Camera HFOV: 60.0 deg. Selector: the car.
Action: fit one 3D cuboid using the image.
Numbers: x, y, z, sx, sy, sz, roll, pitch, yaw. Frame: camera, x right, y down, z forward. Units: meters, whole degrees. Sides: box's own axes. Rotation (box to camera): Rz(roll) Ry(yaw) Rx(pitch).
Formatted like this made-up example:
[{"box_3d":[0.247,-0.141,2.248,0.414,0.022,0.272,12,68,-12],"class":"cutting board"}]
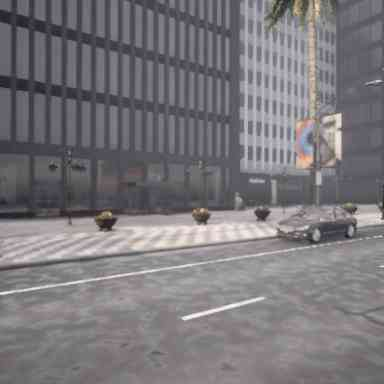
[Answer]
[{"box_3d":[6.221,1.518,16.354,4.892,1.521,2.231,0,0,-35],"class":"car"}]
